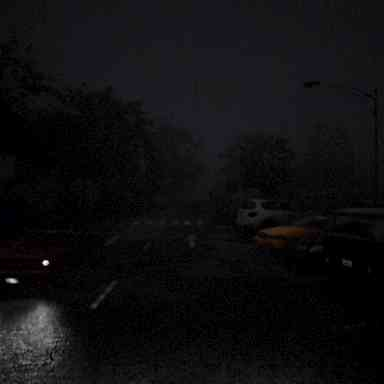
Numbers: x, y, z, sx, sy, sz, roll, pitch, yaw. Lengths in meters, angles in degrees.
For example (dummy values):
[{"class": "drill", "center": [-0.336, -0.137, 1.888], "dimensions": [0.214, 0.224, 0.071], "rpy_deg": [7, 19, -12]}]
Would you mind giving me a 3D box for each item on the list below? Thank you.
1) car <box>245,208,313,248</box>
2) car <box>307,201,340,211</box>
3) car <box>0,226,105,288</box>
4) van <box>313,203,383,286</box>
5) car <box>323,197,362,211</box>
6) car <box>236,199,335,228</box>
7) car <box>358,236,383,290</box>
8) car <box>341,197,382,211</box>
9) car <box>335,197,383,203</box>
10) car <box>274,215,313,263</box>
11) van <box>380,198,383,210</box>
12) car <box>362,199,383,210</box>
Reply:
[{"class": "car", "center": [5.207, 1.641, 14.037], "dimensions": [5.366, 1.575, 1.946], "rpy_deg": [1, 0, -20]}, {"class": "car", "center": [20.979, 2.138, 53.173], "dimensions": [2.163, 1.488, 4.792], "rpy_deg": [0, -1, -21]}, {"class": "car", "center": [-4.036, 1.712, 9.682], "dimensions": [1.895, 1.301, 4.718], "rpy_deg": [0, -1, 0]}, {"class": "van", "center": [5.493, 1.355, 8.141], "dimensions": [4.442, 1.987, 1.878], "rpy_deg": [1, -1, -20]}, {"class": "car", "center": [24.002, 1.860, 53.257], "dimensions": [2.435, 2.045, 5.566], "rpy_deg": [0, -1, -21]}, {"class": "car", "center": [5.399, 1.465, 20.133], "dimensions": [5.566, 2.045, 2.435], "rpy_deg": [1, -1, -20]}, {"class": "car", "center": [5.370, 1.545, 5.094], "dimensions": [5.008, 1.535, 2.097], "rpy_deg": [1, -1, -20]}, {"class": "car", "center": [27.062, 1.861, 53.292], "dimensions": [2.435, 2.045, 5.566], "rpy_deg": [1, -2, -22]}, {"class": "car", "center": [18.372, 1.657, 36.118], "dimensions": [2.435, 2.045, 5.566], "rpy_deg": [0, 0, -21]}, {"class": "car", "center": [5.388, 1.653, 11.095], "dimensions": [4.674, 1.452, 2.002], "rpy_deg": [1, 0, -20]}, {"class": "van", "center": [33.038, 1.895, 53.569], "dimensions": [1.878, 1.987, 4.442], "rpy_deg": [0, -1, -21]}, {"class": "car", "center": [30.058, 1.991, 53.418], "dimensions": [2.185, 1.767, 4.553], "rpy_deg": [1, -2, -21]}]
